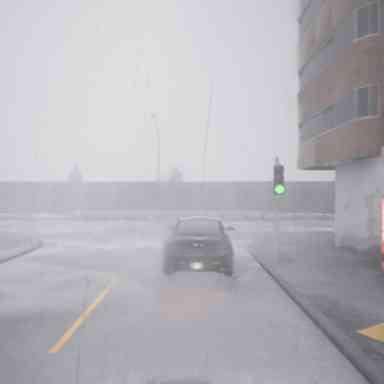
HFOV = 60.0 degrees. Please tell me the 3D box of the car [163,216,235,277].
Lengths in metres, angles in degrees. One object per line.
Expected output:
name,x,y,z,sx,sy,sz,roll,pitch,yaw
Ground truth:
car,0.264,1.500,10.267,1.837,1.490,4.892,0,0,4
